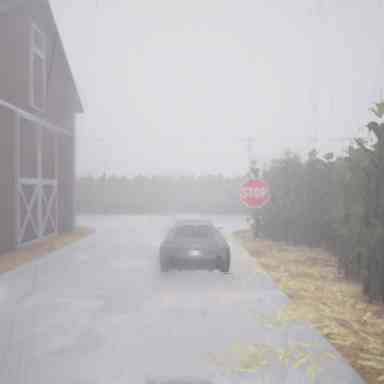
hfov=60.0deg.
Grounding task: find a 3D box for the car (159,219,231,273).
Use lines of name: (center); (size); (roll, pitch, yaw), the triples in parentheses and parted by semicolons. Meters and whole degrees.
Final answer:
car: (0.075, 1.545, 10.624); (1.994, 1.385, 4.181); (0, 0, 0)
